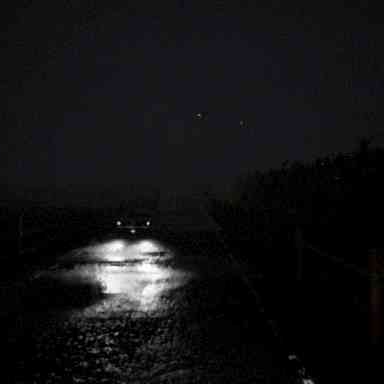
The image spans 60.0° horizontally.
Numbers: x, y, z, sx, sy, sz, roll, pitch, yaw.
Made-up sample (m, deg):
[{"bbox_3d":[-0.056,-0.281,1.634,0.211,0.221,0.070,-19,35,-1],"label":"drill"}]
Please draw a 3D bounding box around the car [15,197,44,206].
[{"bbox_3d":[-29.448,1.744,60.216,4.892,1.490,1.837,1,0,0],"label":"car"}]

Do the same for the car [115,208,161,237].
[{"bbox_3d":[-2.851,1.600,18.367,1.895,1.301,4.718,0,0,0],"label":"car"}]

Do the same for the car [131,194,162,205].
[{"bbox_3d":[-8.265,1.343,60.185,5.566,2.045,2.150,0,0,0],"label":"car"}]
